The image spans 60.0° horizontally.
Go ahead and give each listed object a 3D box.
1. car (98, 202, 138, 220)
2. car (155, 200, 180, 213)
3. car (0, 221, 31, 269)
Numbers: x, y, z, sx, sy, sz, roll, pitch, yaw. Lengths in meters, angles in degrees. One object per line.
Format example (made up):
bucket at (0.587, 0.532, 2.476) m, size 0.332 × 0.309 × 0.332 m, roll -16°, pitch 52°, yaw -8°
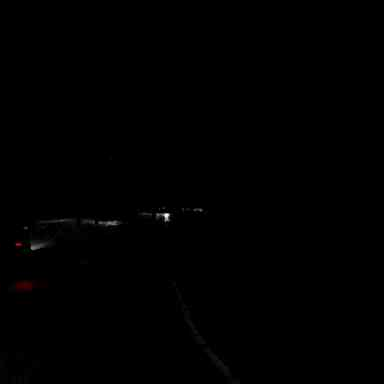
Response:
car at (-7.009, 1.749, 31.702) m, size 1.882 × 1.535 × 5.008 m, roll 0°, pitch 0°, yaw 21°
car at (-3.025, 1.830, 42.267) m, size 1.837 × 1.490 × 4.892 m, roll 0°, pitch 0°, yaw 21°
car at (-6.446, 1.644, 10.926) m, size 1.994 × 1.385 × 4.181 m, roll 1°, pitch -1°, yaw -28°
